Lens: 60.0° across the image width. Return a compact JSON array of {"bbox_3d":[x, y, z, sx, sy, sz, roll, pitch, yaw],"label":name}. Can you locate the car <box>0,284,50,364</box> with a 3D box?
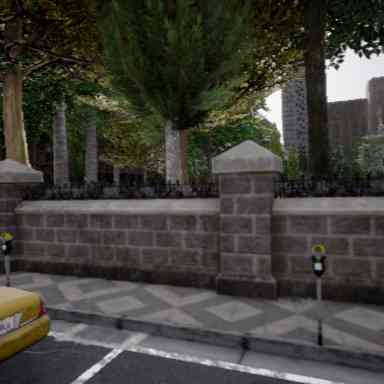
[{"bbox_3d":[-4.286,1.541,4.638,4.829,1.417,1.752,-1,1,22],"label":"car"}]
